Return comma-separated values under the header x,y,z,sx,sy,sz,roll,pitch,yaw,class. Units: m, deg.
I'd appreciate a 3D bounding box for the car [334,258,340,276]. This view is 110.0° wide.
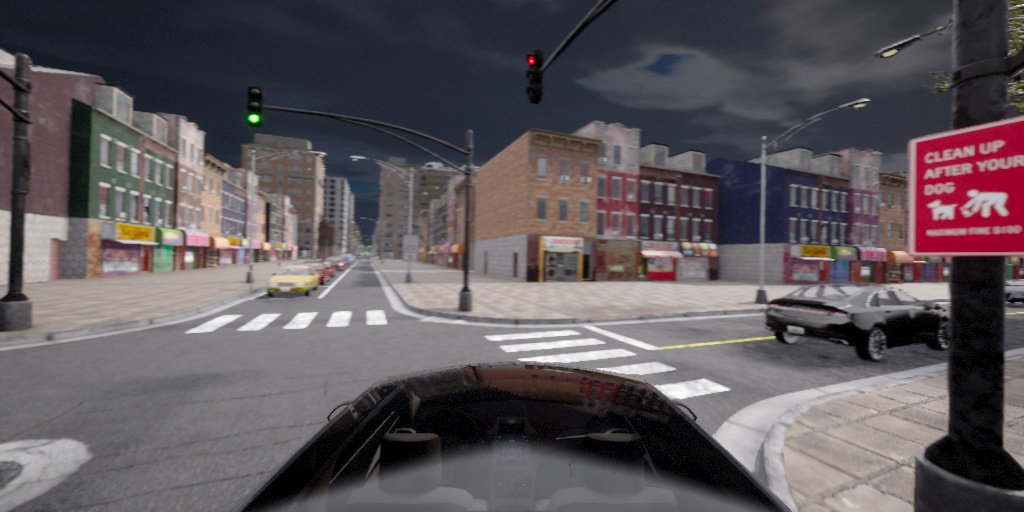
x,y,z,sx,sy,sz,roll,pitch,yaw,class
-14.576,1.003,27.596,1.802,1.307,4.207,0,0,-22,car

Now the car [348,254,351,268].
x,y,z,sx,sy,sz,roll,pitch,yaw,class
-20.913,0.740,43.172,1.967,1.591,4.097,0,0,-22,car

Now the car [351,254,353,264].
x,y,z,sx,sy,sz,roll,pitch,yaw,class
-23.025,0.577,48.364,2.192,1.841,5.009,0,0,-22,car

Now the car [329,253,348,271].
x,y,z,sx,sy,sz,roll,pitch,yaw,class
-18.800,0.779,37.980,1.967,1.591,4.097,0,0,-22,car

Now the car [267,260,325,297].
x,y,z,sx,sy,sz,roll,pitch,yaw,class
-10.289,1.036,17.055,1.751,1.417,4.829,0,0,-22,car

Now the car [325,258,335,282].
x,y,z,sx,sy,sz,roll,pitch,yaw,class
-12.464,1.010,22.404,1.888,1.381,4.507,0,0,-22,car

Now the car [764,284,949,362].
x,y,z,sx,sy,sz,roll,pitch,yaw,class
8.314,1.416,8.570,4.902,1.511,2.128,1,0,-22,car

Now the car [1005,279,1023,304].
x,y,z,sx,sy,sz,roll,pitch,yaw,class
26.728,1.921,19.098,4.181,1.385,1.994,1,0,-22,car
